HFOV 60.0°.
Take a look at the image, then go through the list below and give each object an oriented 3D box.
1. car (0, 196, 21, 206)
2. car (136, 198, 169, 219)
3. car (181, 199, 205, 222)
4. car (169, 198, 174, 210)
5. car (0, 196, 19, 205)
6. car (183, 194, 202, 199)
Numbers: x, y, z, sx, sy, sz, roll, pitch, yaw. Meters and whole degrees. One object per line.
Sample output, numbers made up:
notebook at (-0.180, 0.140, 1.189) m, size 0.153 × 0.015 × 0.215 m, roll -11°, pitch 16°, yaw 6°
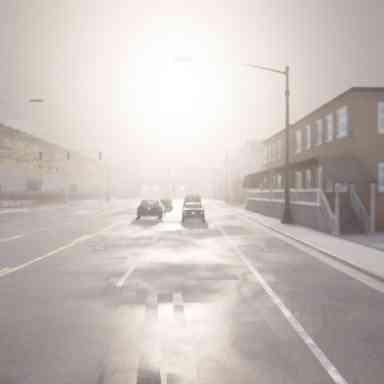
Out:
car at (-30.730, 1.424, 54.077) m, size 2.038 × 1.542 × 4.974 m, roll 0°, pitch 0°, yaw 29°
car at (-3.433, 1.337, 28.636) m, size 2.097 × 1.767 × 4.553 m, roll 0°, pitch 0°, yaw 0°
car at (0.101, 1.533, 26.285) m, size 2.033 × 1.411 × 5.357 m, roll 0°, pitch 0°, yaw 0°
car at (-3.416, 1.454, 42.713) m, size 1.882 × 1.535 × 5.008 m, roll 0°, pitch 0°, yaw 0°
car at (-30.755, 1.266, 54.031) m, size 1.853 × 1.218 × 4.536 m, roll 0°, pitch 0°, yaw 29°
car at (0.078, 1.202, 41.411) m, size 2.150 × 2.045 × 5.566 m, roll 0°, pitch 0°, yaw 0°
